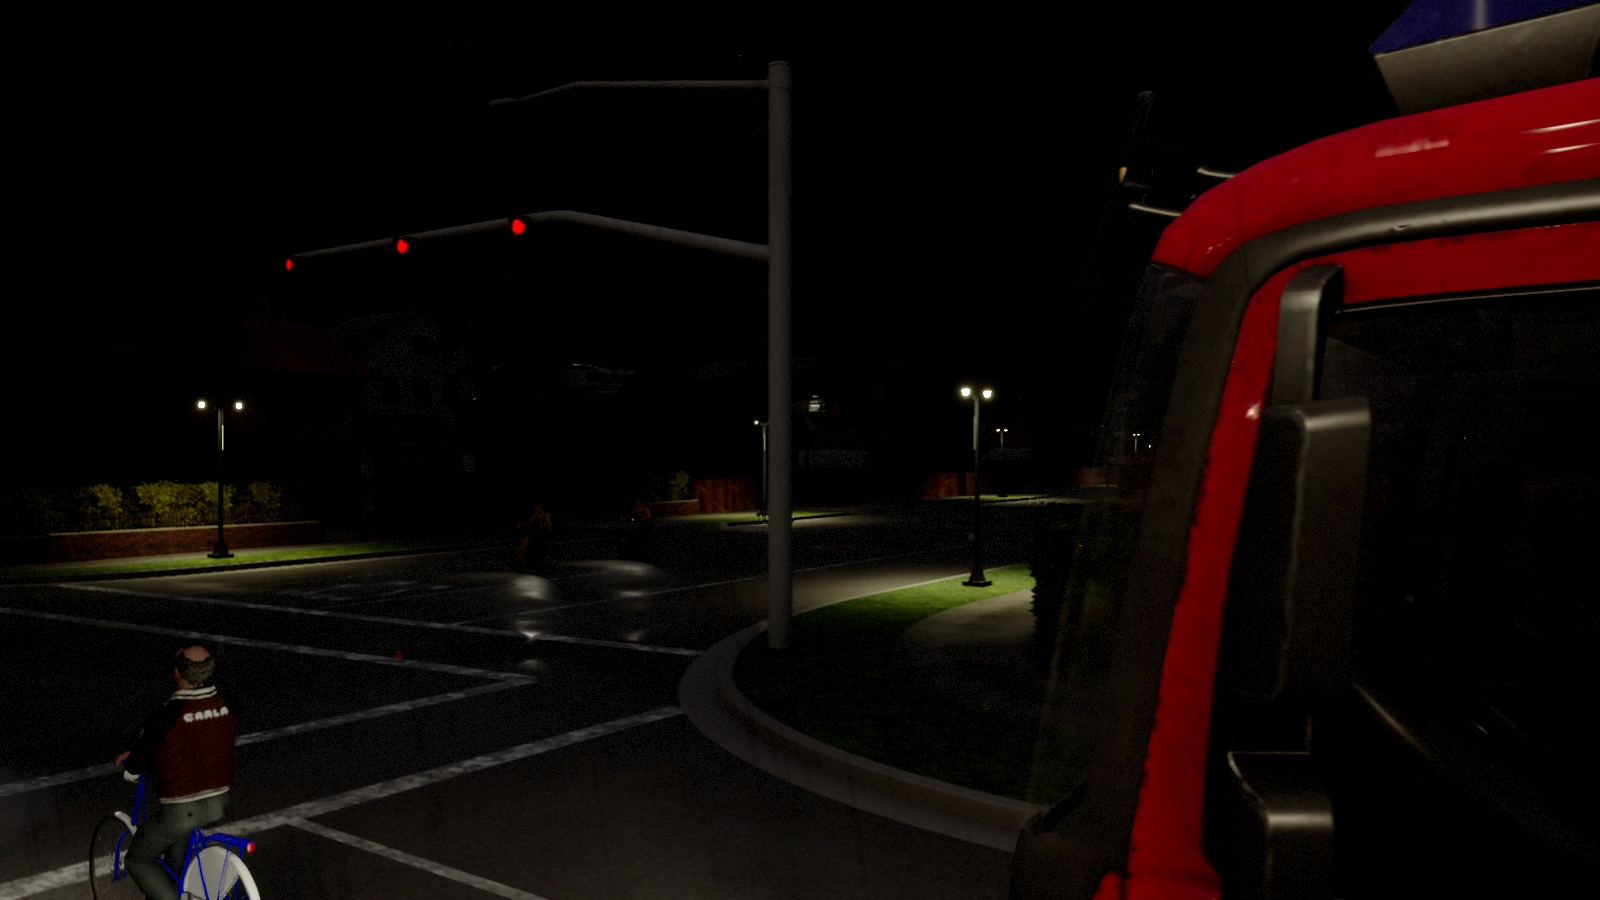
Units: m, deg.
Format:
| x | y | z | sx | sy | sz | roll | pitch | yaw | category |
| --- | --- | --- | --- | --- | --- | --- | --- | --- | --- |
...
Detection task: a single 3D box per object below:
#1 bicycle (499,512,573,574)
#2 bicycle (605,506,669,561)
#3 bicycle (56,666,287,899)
| x | y | z | sx | sy | sz | roll | pitch | yaw | category |
| --- | --- | --- | --- | --- | --- | --- | --- | --- | --- |
| -6.141 | 2.150 | 26.604 | 0.859 | 1.301 | 1.487 | 0 | 0 | 35 | bicycle |
| -4.204 | 2.150 | 29.576 | 0.859 | 1.301 | 1.487 | 0 | 0 | 34 | bicycle |
| -3.457 | 2.050 | 6.214 | 1.835 | 1.496 | 0.329 | 0 | 0 | 35 | bicycle |
